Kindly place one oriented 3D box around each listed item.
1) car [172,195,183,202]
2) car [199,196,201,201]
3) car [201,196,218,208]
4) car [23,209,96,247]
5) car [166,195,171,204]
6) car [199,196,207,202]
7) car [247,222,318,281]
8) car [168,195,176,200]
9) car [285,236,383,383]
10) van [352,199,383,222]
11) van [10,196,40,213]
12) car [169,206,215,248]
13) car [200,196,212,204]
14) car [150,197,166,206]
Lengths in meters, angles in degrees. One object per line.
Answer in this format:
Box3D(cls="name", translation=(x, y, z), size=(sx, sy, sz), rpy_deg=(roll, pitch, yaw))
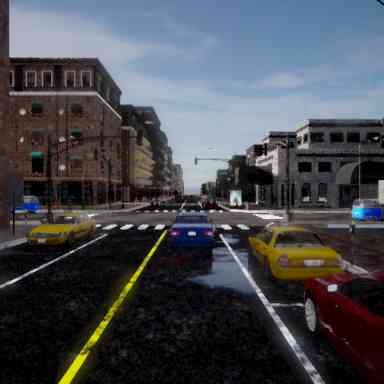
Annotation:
Box3D(cls="car", translation=(-3.000, 1.498, 77.100), size=(1.882, 1.535, 5.008), rpy_deg=(0, 0, 0))
Box3D(cls="car", translation=(2.685, 1.615, 59.038), size=(1.802, 1.307, 4.206), rpy_deg=(0, 0, 0))
Box3D(cls="car", translation=(2.684, 1.459, 47.644), size=(1.967, 1.590, 4.097), rpy_deg=(0, 0, 0))
Box3D(cls="car", translation=(-5.696, 1.526, 15.006), size=(1.752, 1.417, 4.829), rpy_deg=(0, 0, 0))
Box3D(cls="car", translation=(-5.696, 1.591, 64.722), size=(2.008, 1.369, 4.403), rpy_deg=(0, 0, 0))
Box3D(cls="car", translation=(2.685, 1.618, 81.824), size=(2.008, 1.369, 4.403), rpy_deg=(-1, 0, 0))
Box3D(cls="car", translation=(2.685, 1.525, 9.645), size=(1.752, 1.417, 4.829), rpy_deg=(0, 0, 0))
Box3D(cls="car", translation=(-5.698, 1.528, 93.204), size=(1.967, 1.590, 4.097), rpy_deg=(0, 0, 0))
Box3D(cls="car", translation=(2.685, 1.544, 3.778), size=(1.887, 1.381, 4.507), rpy_deg=(0, 0, 0))
Box3D(cls="van", translation=(14.658, 1.412, 25.938), size=(3.998, 1.788, 1.690), rpy_deg=(0, 0, 0))
Box3D(cls="van", translation=(-17.763, 1.288, 34.078), size=(3.998, 1.788, 1.690), rpy_deg=(0, 0, 0))
Box3D(cls="car", translation=(0.000, 1.565, 14.651), size=(2.033, 1.411, 5.357), rpy_deg=(0, 0, 0))
Box3D(cls="car", translation=(2.684, 1.591, 64.735), size=(2.008, 1.369, 4.403), rpy_deg=(0, 0, 0))
Box3D(cls="car", translation=(-5.696, 1.576, 53.328), size=(2.008, 1.369, 4.403), rpy_deg=(0, 0, 0))
